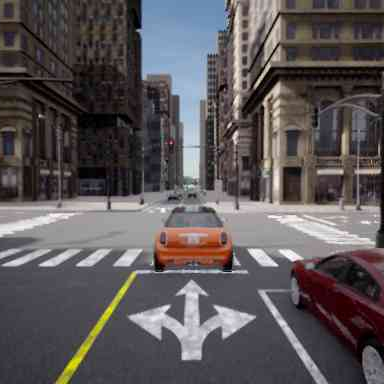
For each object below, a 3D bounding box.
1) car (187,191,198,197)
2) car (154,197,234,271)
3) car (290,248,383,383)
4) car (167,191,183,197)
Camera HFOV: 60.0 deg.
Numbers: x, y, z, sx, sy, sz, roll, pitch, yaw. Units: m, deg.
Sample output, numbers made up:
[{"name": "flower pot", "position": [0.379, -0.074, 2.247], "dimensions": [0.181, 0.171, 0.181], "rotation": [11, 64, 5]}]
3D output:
[{"name": "car", "position": [0.039, 0.618, 68.489], "dimensions": [1.837, 1.490, 4.892], "rotation": [0, 1, 0]}, {"name": "car", "position": [0.054, 1.213, 10.553], "dimensions": [2.097, 1.767, 4.553], "rotation": [0, 1, 0]}, {"name": "car", "position": [2.749, 1.481, 4.784], "dimensions": [1.887, 1.381, 4.507], "rotation": [-1, 1, 0]}, {"name": "car", "position": [-3.035, 0.891, 55.040], "dimensions": [1.895, 1.301, 4.718], "rotation": [0, 1, 1]}]
